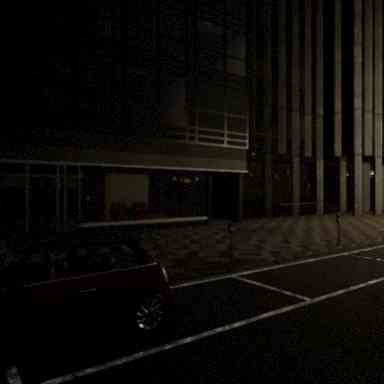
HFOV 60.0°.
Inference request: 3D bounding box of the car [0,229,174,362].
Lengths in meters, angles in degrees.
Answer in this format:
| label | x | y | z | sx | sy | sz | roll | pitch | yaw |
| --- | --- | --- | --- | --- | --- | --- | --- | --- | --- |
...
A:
| label | x | y | z | sx | sy | sz | roll | pitch | yaw |
| --- | --- | --- | --- | --- | --- | --- | --- | --- | --- |
| car | -2.384 | 1.441 | 5.066 | 4.097 | 1.590 | 1.967 | 0 | 0 | -35 |
